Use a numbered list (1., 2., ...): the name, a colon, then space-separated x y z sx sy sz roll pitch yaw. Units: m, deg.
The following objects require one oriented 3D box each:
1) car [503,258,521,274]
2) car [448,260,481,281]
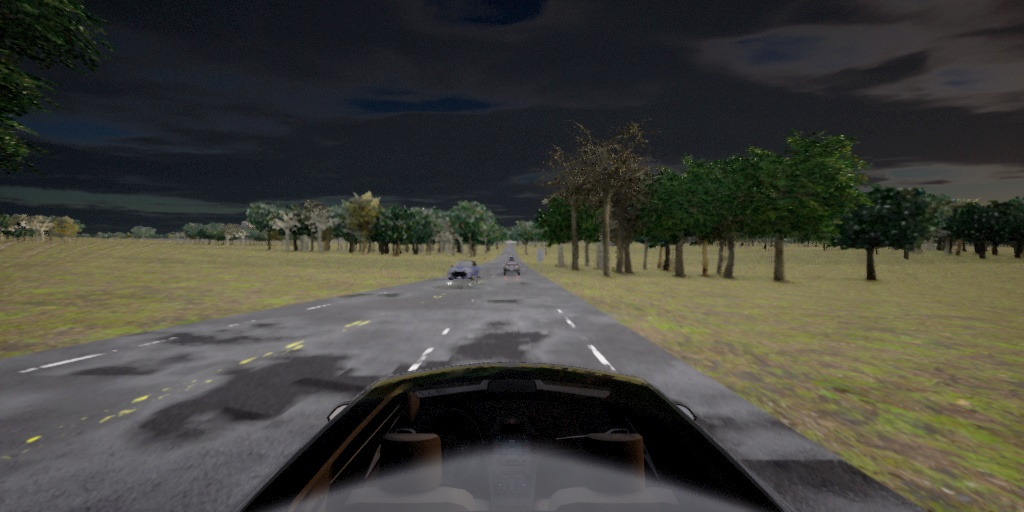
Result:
1. car: -0.028 1.311 41.775 2.128 1.511 4.902 0 0 0
2. car: -4.028 1.137 30.693 2.097 1.767 4.553 0 0 5
